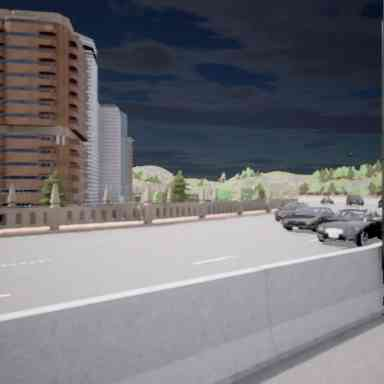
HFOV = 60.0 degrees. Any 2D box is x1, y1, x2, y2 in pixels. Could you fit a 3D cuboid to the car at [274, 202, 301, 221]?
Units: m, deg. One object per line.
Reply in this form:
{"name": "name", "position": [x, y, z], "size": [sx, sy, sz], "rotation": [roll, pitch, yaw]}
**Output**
{"name": "car", "position": [8.321, 1.614, 26.824], "size": [1.837, 1.490, 4.892], "rotation": [0, 0, 39]}

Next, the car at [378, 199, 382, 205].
{"name": "car", "position": [29.223, 1.656, 49.761], "size": [1.882, 1.535, 5.008], "rotation": [0, 0, 20]}

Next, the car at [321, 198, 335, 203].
{"name": "car", "position": [26.079, 1.756, 64.000], "size": [1.994, 1.385, 4.181], "rotation": [0, 0, 14]}

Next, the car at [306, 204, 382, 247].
{"name": "car", "position": [7.568, 1.551, 15.543], "size": [2.128, 1.511, 4.902], "rotation": [0, 0, 44]}

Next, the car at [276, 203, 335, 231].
{"name": "car", "position": [7.548, 1.629, 20.498], "size": [2.033, 1.411, 5.357], "rotation": [0, 0, 42]}

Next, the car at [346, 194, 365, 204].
{"name": "car", "position": [27.963, 1.436, 57.060], "size": [2.150, 2.045, 5.566], "rotation": [0, 0, 17]}
